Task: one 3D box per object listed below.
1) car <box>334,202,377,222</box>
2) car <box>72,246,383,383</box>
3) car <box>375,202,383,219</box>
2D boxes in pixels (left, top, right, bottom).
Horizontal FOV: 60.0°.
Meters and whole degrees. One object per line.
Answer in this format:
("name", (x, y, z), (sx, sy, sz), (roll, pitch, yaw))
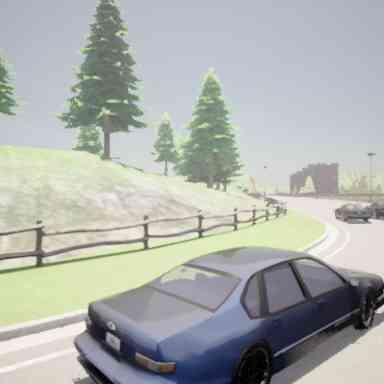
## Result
("car", (13.422, 1.715, 28.082), (2.033, 1.411, 5.357), (0, 0, 12))
("car", (1.075, 1.580, 5.062), (5.357, 1.411, 2.033), (0, 0, -41))
("car", (17.508, 1.687, 30.798), (1.837, 1.490, 4.892), (0, 0, 13))
